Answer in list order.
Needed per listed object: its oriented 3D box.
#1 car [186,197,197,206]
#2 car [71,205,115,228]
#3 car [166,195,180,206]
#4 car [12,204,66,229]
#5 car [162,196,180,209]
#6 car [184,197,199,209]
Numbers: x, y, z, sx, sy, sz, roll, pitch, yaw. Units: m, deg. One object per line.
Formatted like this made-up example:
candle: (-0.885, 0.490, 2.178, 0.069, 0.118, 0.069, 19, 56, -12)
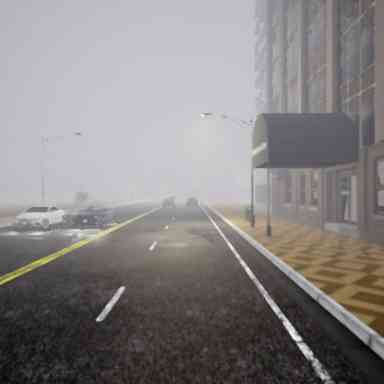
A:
car: (-0.029, 1.595, 58.340, 1.837, 1.490, 4.892, 0, 0, 0)
car: (-6.549, 1.602, 22.383, 1.994, 1.385, 4.181, 0, 0, 1)
car: (-3.279, 1.442, 58.309, 2.097, 1.767, 4.553, 0, 0, 0)
car: (-9.802, 1.563, 21.798, 1.812, 1.442, 4.674, 0, 0, 1)
car: (-3.274, 1.567, 47.920, 2.128, 1.511, 4.902, 0, 0, 0)
car: (-0.024, 1.580, 47.921, 1.837, 1.490, 4.892, 0, 0, 0)
